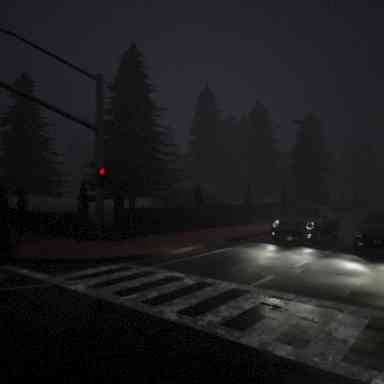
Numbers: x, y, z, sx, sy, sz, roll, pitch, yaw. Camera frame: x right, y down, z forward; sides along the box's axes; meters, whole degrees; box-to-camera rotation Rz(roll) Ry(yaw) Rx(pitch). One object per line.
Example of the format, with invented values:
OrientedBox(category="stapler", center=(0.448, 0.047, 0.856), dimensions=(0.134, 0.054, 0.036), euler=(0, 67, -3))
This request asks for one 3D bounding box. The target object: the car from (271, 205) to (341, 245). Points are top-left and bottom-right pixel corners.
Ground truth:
OrientedBox(category="car", center=(5.670, 1.462, 16.326), dimensions=(2.097, 1.767, 4.553), euler=(-1, -1, 39))

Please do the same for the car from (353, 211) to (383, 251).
OrientedBox(category="car", center=(8.260, 1.552, 13.964), dimensions=(1.882, 1.535, 5.008), euler=(-1, -1, 39))
